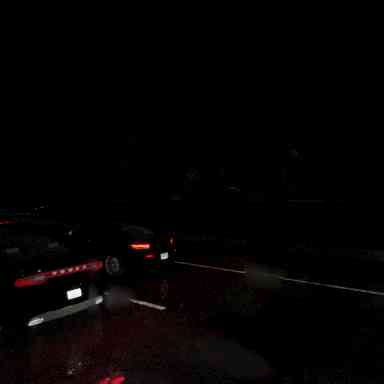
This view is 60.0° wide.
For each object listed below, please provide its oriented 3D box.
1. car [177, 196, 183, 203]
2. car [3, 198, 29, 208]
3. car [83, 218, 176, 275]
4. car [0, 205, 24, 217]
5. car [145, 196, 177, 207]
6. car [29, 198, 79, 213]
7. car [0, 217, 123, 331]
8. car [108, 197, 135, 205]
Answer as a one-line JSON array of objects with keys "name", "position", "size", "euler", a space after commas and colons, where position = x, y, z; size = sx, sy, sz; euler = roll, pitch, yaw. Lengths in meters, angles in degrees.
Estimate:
[{"name": "car", "position": [-3.838, 1.525, 69.525], "size": [1.812, 1.442, 4.674], "euler": [0, 0, 36]}, {"name": "car", "position": [-22.214, 1.547, 44.516], "size": [2.033, 1.411, 5.357], "euler": [0, 0, 36]}, {"name": "car", "position": [-2.607, 1.526, 10.129], "size": [4.674, 1.442, 1.812], "euler": [0, 0, 35]}, {"name": "car", "position": [-10.084, 1.505, 15.456], "size": [4.892, 1.490, 1.837], "euler": [0, 0, 36]}, {"name": "car", "position": [-4.952, 1.477, 50.351], "size": [1.882, 1.535, 5.008], "euler": [0, 0, 36]}, {"name": "car", "position": [-14.892, 1.503, 36.736], "size": [1.837, 1.490, 4.892], "euler": [0, 0, 36]}, {"name": "car", "position": [-3.898, 1.478, 6.760], "size": [5.008, 1.535, 1.882], "euler": [0, 0, 35]}, {"name": "car", "position": [-12.287, 1.601, 58.100], "size": [1.895, 1.301, 4.718], "euler": [0, 0, 36]}]
